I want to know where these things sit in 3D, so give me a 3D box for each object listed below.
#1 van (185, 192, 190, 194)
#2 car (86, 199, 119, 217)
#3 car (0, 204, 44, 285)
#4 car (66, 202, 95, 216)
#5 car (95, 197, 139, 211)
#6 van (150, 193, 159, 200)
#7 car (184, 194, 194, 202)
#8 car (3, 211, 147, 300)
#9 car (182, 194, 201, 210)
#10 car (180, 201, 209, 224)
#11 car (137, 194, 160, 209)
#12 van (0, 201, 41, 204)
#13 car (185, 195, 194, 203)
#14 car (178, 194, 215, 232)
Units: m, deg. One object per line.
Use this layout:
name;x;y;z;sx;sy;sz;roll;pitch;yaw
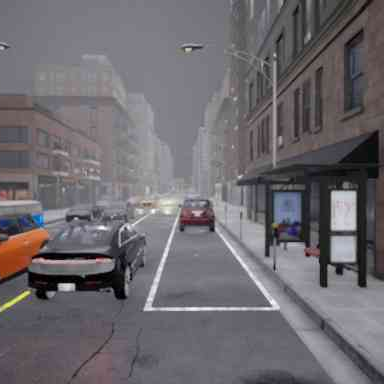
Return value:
van;-0.039;1.218;35.813;1.690;1.788;3.998;0;0;-1
car;-8.040;1.417;30.270;1.887;1.381;4.507;0;0;-1
car;-5.141;1.320;7.760;2.097;1.767;4.553;0;0;0
car;-7.950;1.458;24.865;1.947;1.339;4.313;0;0;-1
car;-5.385;1.406;24.598;1.837;1.490;4.892;0;0;-1
van;-8.851;1.026;78.918;1.690;1.788;3.998;0;0;-1
car;-0.618;1.192;68.245;1.967;1.590;4.097;0;0;-1
car;-2.264;1.465;8.323;2.128;1.511;4.902;0;0;-1
car;-0.136;1.172;41.219;2.192;1.841;5.009;0;0;-1
car;0.153;1.469;25.003;2.008;1.369;4.403;0;0;-1
car;-5.609;1.343;43.472;1.882;1.535;5.008;0;0;-1
van;-7.769;1.275;14.053;1.690;1.788;3.998;0;0;-1
car;-0.525;1.298;63.011;1.752;1.417;4.829;0;0;-1
car;0.251;1.254;19.597;2.192;1.841;5.009;0;0;-1
